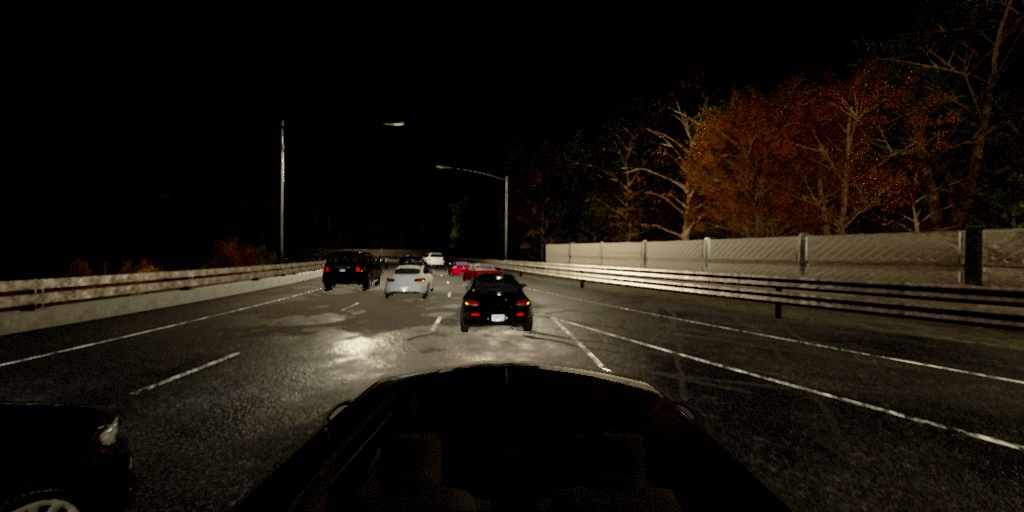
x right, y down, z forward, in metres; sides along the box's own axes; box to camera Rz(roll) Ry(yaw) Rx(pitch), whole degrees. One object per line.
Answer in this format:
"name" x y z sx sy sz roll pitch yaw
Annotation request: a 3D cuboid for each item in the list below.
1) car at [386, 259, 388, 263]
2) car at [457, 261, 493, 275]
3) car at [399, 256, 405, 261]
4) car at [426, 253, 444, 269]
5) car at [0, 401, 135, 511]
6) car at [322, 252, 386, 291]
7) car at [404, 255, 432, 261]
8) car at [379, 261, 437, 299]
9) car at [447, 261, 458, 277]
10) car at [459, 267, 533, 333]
"car" -16.904 0.696 45.162 2.097 1.767 4.553 0 0 -24
"car" -2.258 1.198 25.001 1.895 1.301 4.718 0 0 -19
"car" -18.039 0.759 61.881 1.812 1.442 4.674 0 0 -35
"car" -10.610 0.605 47.994 2.150 2.045 5.566 0 0 -24
"car" -3.500 1.225 0.387 2.128 1.511 4.902 1 0 0
"car" -8.867 0.787 20.294 2.150 2.045 5.566 1 0 -11
"car" -9.592 0.967 36.354 1.837 1.490 4.892 1 0 -18
"car" -4.821 1.146 17.168 1.812 1.442 4.674 1 0 -8
"car" -4.700 1.094 32.474 1.994 1.385 4.181 0 0 -15
"car" -0.502 1.226 10.448 1.812 1.442 4.674 0 0 -5
